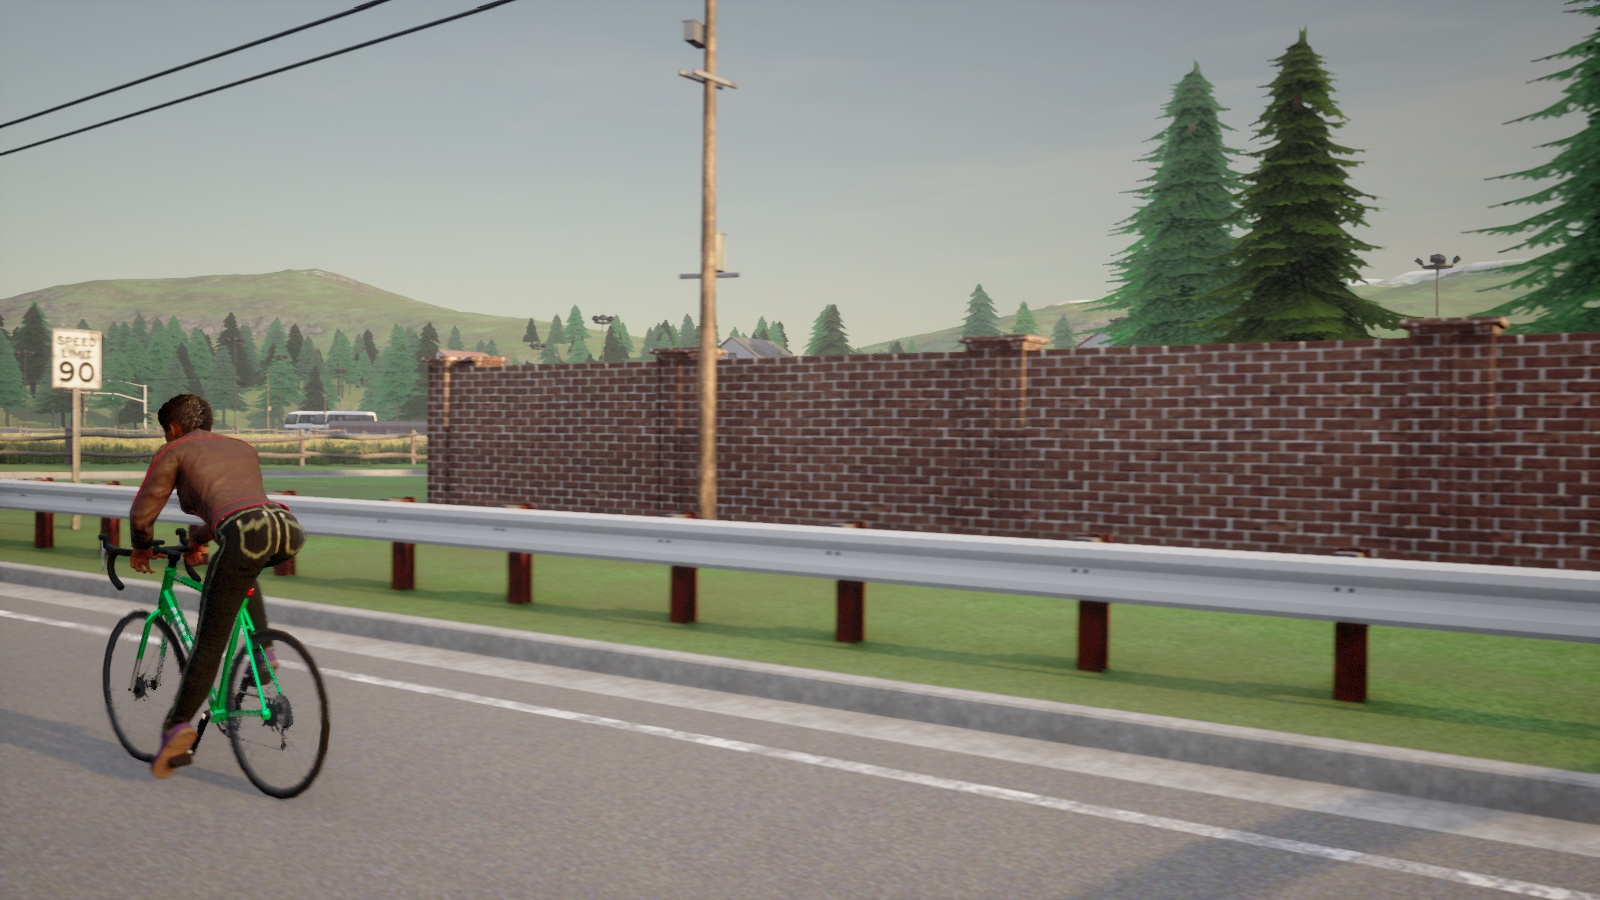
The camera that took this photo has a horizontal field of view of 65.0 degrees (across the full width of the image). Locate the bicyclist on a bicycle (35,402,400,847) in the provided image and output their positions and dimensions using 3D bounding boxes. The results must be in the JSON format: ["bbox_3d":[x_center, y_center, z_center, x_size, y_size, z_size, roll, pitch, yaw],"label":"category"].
[{"bbox_3d":[-2.473,0.635,5.265,1.656,1.620,0.582,0,1,34],"label":"bicyclist on a bicycle"}]
